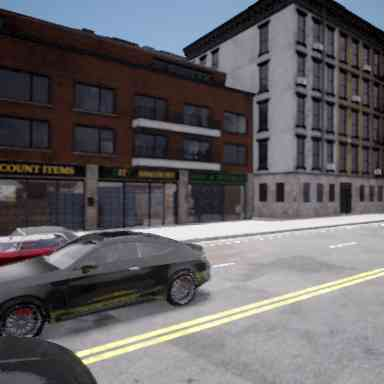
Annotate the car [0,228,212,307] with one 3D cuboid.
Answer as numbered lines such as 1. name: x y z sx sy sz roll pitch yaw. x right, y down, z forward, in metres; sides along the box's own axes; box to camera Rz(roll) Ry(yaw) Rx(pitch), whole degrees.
1. car: -1.734 1.526 6.457 4.674 1.442 1.812 0 0 -35

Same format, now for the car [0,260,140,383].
1. car: -2.809 1.504 1.435 4.892 1.490 1.837 0 0 -36

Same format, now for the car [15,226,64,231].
1. car: -4.301 1.601 8.602 4.718 1.301 1.895 0 0 -36
